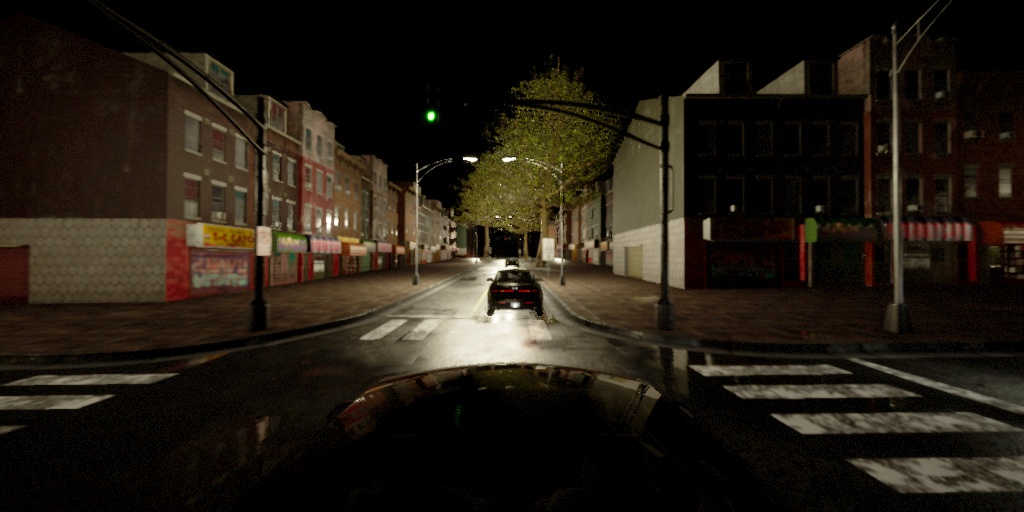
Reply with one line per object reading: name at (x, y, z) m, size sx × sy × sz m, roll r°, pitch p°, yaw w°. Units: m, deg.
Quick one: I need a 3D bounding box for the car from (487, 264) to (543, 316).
car at (0.104, 1.237, 13.414) m, size 1.837 × 1.490 × 4.892 m, roll 0°, pitch 0°, yaw 0°

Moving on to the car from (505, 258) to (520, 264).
car at (0.023, 0.866, 47.489) m, size 1.895 × 1.301 × 4.718 m, roll 0°, pitch 1°, yaw 0°
